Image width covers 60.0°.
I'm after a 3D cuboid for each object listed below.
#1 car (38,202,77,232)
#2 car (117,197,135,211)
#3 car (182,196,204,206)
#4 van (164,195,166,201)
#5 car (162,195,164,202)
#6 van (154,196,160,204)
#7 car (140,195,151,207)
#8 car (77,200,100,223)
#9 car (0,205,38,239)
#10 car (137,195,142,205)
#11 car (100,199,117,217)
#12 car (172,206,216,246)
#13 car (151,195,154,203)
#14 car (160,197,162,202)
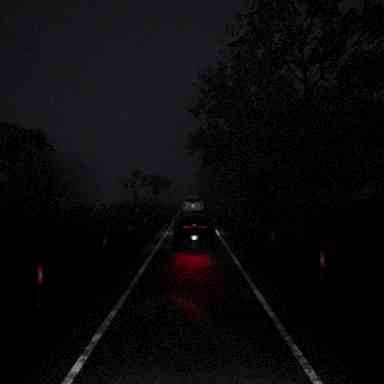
[{"bbox_3d":[-8.998,1.469,19.706,2.231,1.521,4.892,0,0,2],"label":"car"},{"bbox_3d":[-9.021,1.601,41.896,2.097,1.535,5.008,0,0,2],"label":"car"},{"bbox_3d":[0.105,1.446,35.280,2.150,2.045,5.566,0,0,0],"label":"car"},{"bbox_3d":[-9.076,1.746,92.753,1.878,1.987,4.442,0,-2,-2],"label":"van"},{"bbox_3d":[-9.067,1.951,86.239,2.163,1.488,4.792,0,-2,-2],"label":"car"},{"bbox_3d":[-9.061,1.629,75.044,1.878,1.987,4.442,0,0,2],"label":"van"},{"bbox_3d":[-9.037,1.478,57.329,2.435,2.045,5.566,0,0,1],"label":"car"},{"bbox_3d":[-9.003,1.505,25.262,2.097,1.535,5.008,0,-1,2],"label":"car"},{"bbox_3d":[-8.992,1.412,14.165,2.097,1.535,5.008,0,0,2],"label":"car"},{"bbox_3d":[-9.028,1.627,47.444,2.097,1.535,5.008,0,-1,2],"label":"car"},{"bbox_3d":[-9.018,1.531,31.643,1.946,1.575,5.366,0,0,2],"label":"car"},{"bbox_3d":[0.101,1.636,16.053,1.837,1.490,4.892,0,0,0],"label":"car"},{"bbox_3d":[-9.045,1.807,64.072,2.002,1.452,4.674,0,0,0],"label":"car"},{"bbox_3d":[-9.062,1.877,80.728,2.231,1.521,4.892,0,-2,-2],"label":"car"}]
